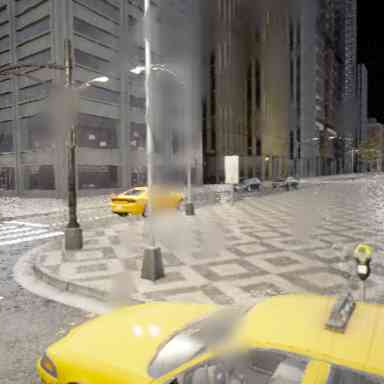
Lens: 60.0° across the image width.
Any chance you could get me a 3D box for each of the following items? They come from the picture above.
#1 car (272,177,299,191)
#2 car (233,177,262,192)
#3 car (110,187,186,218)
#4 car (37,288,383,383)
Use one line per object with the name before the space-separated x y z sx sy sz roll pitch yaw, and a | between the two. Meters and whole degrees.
car | 10.519 -0.968 37.196 2.128 1.511 4.902 1 4 34
car | 6.082 -0.799 36.346 1.837 1.490 4.892 1 4 34
car | -2.219 0.449 18.182 1.882 1.535 5.008 1 4 32
car | 0.787 1.392 2.397 4.829 1.417 1.752 1 3 34
